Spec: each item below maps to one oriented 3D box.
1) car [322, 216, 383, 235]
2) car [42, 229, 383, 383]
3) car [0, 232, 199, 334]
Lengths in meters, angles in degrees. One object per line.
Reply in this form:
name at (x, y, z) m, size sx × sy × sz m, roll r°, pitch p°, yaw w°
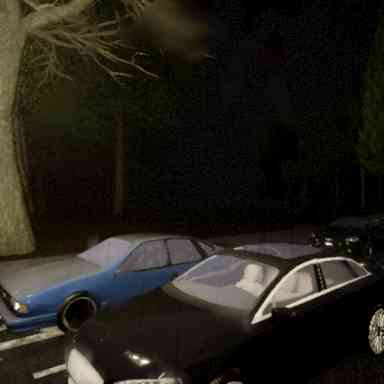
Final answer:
car at (6.292, 1.615, 12.679) m, size 4.181 × 1.385 × 1.994 m, roll 0°, pitch 0°, yaw -37°
car at (0.921, 1.517, 4.414) m, size 4.902 × 1.511 × 2.128 m, roll 0°, pitch 0°, yaw -38°
car at (-1.025, 1.601, 7.034) m, size 5.357 × 1.411 × 2.033 m, roll 0°, pitch 0°, yaw -38°
